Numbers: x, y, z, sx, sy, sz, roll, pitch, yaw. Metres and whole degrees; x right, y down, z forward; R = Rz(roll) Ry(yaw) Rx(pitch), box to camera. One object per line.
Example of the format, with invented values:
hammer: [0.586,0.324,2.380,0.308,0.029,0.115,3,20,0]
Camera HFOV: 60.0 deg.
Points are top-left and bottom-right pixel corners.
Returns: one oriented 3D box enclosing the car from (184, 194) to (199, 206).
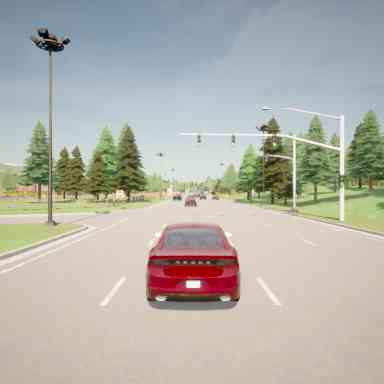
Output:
car: [-0.193,1.525,52.944,1.812,1.442,4.674,0,0,0]

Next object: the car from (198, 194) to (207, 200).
car: [3.153,1.524,94.403,1.812,1.442,4.674,0,0,0]

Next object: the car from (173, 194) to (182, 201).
car: [-3.807,1.469,83.544,1.882,1.535,5.008,0,0,0]

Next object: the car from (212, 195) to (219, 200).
car: [6.653,1.525,94.416,2.128,1.511,4.902,0,0,0]

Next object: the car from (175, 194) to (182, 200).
car: [-3.845,1.310,93.964,1.882,1.535,5.008,0,0,0]

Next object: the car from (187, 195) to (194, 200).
car: [-0.345,1.427,94.007,1.895,1.301,4.718,0,0,0]

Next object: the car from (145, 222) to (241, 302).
car: [0.033,1.478,8.342,1.882,1.535,5.008,0,0,0]
